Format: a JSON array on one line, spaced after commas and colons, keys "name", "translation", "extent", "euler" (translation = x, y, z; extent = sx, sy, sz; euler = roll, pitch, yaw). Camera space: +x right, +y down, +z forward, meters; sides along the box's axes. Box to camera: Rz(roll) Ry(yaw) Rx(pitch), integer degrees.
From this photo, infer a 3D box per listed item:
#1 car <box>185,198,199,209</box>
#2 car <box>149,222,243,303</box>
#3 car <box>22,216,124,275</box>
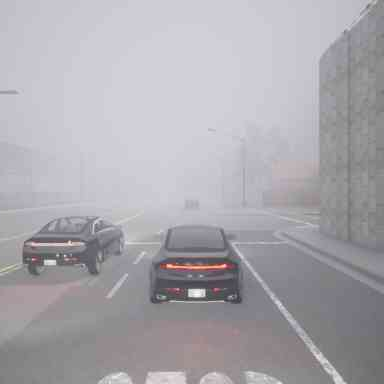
[{"name": "car", "translation": [-0.013, 1.491, 44.174], "extent": [2.128, 1.511, 4.902], "euler": [0, 0, 0]}, {"name": "car", "translation": [0.080, 1.505, 8.181], "extent": [1.837, 1.490, 4.892], "euler": [0, 0, 0]}, {"name": "car", "translation": [-3.426, 1.492, 10.450], "extent": [2.128, 1.511, 4.902], "euler": [0, 0, 0]}]
